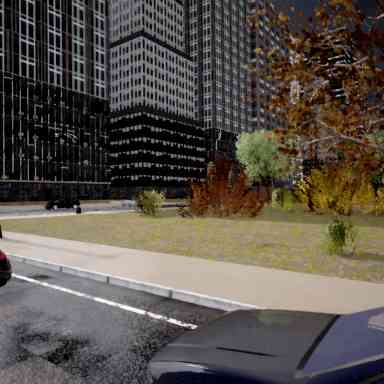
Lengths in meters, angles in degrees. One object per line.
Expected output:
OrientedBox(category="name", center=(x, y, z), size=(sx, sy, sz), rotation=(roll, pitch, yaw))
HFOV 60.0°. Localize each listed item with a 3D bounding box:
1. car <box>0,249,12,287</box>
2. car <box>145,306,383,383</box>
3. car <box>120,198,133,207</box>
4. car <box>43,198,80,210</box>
OrientedBox(category="car", center=(-6.189, 1.565, 8.069), size=(4.181, 1.385, 1.994), rotation=(0, 0, 37))
OrientedBox(category="car", center=(2.117, 1.548, 2.173), size=(5.357, 1.411, 2.033), rotation=(0, 0, 36))
OrientedBox(category="car", center=(-9.648, 1.645, 54.766), size=(1.812, 1.442, 4.674), rotation=(-1, -1, 37))
OrientedBox(category="car", center=(-17.388, 1.610, 44.511), size=(1.837, 1.490, 4.892), rotation=(-1, -1, 37))
